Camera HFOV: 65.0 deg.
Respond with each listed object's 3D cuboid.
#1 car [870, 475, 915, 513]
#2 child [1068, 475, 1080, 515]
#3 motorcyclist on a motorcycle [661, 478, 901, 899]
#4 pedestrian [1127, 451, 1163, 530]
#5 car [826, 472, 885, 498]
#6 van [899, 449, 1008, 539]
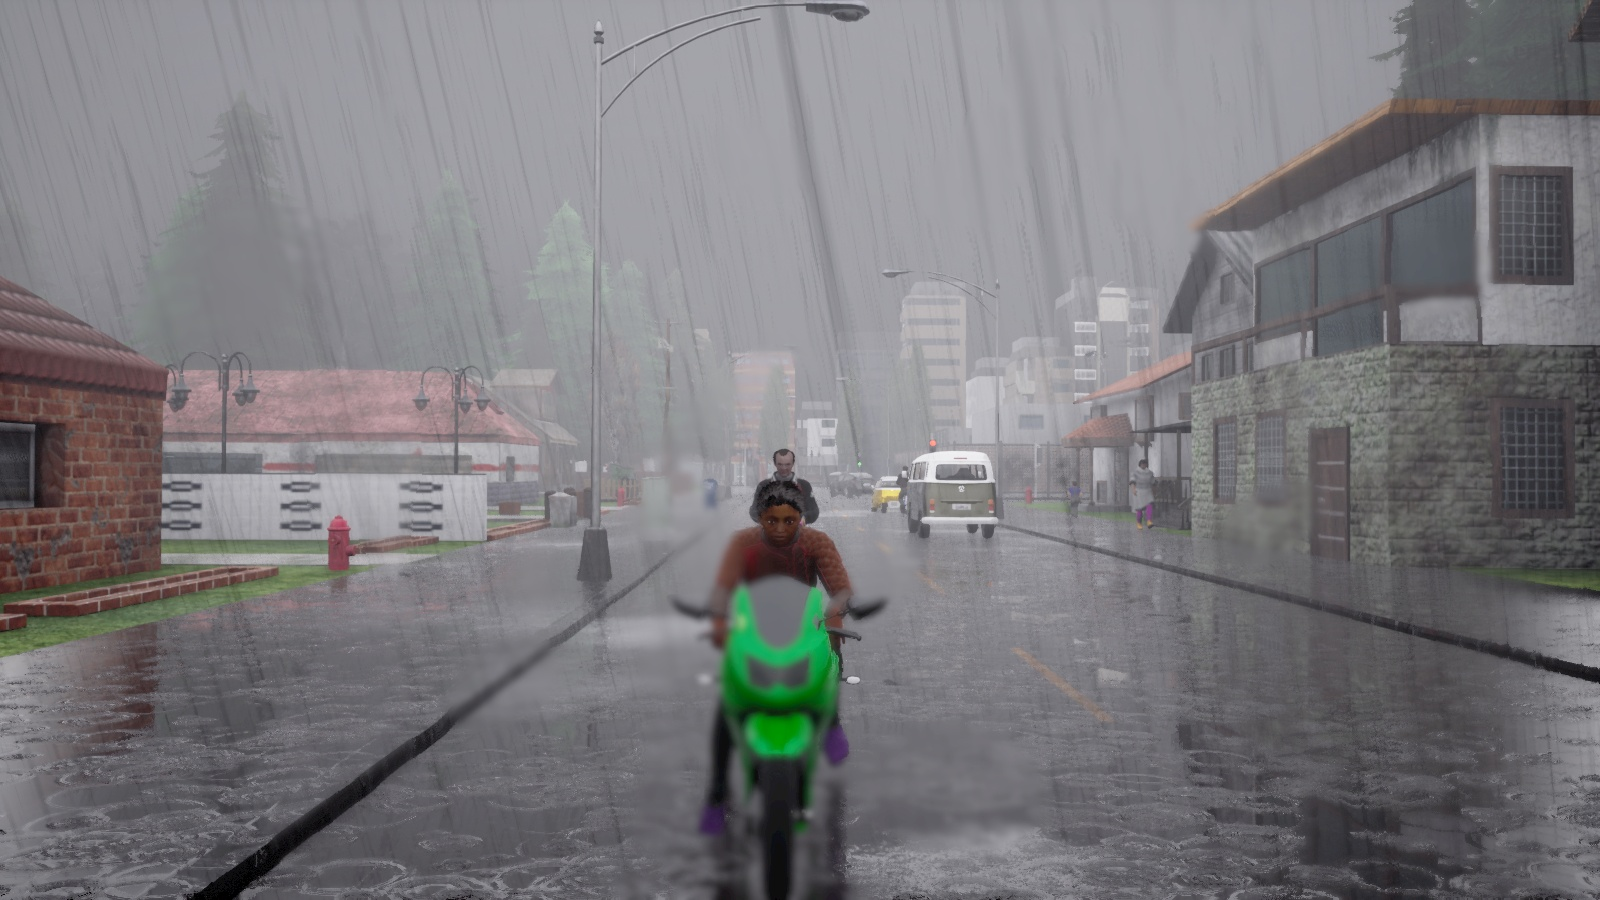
[{"bbox_3d":[3.493,1.654,47.662,1.481,1.376,2.207,0,-1,-1],"label":"car"},{"bbox_3d":[8.792,1.443,40.254,0.270,1.263,0.437,0,-1,-1],"label":"child"},{"bbox_3d":[-0.075,0.884,5.210,0.797,1.523,2.044,0,-1,-1],"label":"motorcyclist on a motorcycle"},{"bbox_3d":[8.728,1.022,31.786,0.659,1.952,0.873,0,-1,1],"label":"pedestrian"},{"bbox_3d":[3.261,2.053,74.736,2.163,1.488,4.792,0,-1,-15],"label":"car"},{"bbox_3d":[3.661,1.038,30.706,2.069,2.038,4.480,0,-1,-1],"label":"van"}]
